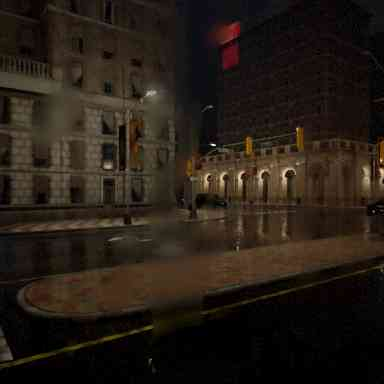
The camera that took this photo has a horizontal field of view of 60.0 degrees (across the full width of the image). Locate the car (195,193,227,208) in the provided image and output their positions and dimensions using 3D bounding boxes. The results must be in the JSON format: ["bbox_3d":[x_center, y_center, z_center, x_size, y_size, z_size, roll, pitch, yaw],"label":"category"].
[{"bbox_3d":[2.670,1.221,48.161,2.150,2.045,5.566,0,0,-35],"label":"car"}]

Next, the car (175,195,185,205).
[{"bbox_3d":[-3.164,1.352,56.412,2.097,1.767,4.553,0,0,-35],"label":"car"}]

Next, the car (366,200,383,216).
[{"bbox_3d":[18.022,1.505,30.812,4.892,1.490,1.837,0,0,-35],"label":"car"}]
